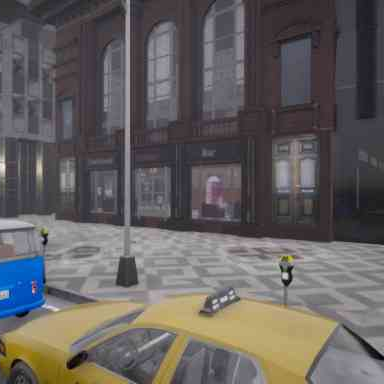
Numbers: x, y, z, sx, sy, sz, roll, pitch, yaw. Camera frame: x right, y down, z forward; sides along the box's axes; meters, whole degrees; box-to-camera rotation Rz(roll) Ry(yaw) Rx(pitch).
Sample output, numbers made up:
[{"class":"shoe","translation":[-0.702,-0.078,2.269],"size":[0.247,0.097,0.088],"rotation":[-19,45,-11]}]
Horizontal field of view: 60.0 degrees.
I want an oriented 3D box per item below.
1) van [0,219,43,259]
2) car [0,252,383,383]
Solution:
[{"class":"van","translation":[-4.421,1.341,6.123],"size":[3.998,1.788,1.690],"rotation":[0,0,36]},{"class":"car","translation":[0.025,1.525,2.943],"size":[4.829,1.417,1.752],"rotation":[0,0,36]}]
